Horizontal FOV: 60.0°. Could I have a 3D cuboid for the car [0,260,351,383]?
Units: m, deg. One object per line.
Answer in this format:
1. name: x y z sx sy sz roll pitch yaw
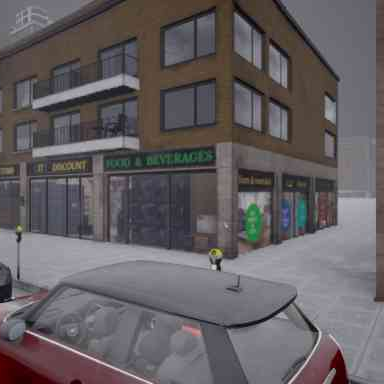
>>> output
1. car: -0.706 1.440 3.308 4.097 1.590 1.967 0 0 35
